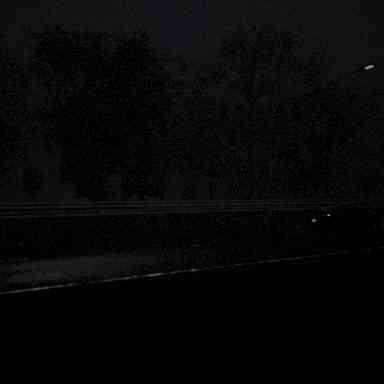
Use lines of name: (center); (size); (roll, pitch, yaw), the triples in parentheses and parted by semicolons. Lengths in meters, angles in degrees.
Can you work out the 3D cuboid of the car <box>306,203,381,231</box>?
car: (8.576, 1.324, 18.798); (4.674, 1.442, 1.812); (0, 0, -26)
